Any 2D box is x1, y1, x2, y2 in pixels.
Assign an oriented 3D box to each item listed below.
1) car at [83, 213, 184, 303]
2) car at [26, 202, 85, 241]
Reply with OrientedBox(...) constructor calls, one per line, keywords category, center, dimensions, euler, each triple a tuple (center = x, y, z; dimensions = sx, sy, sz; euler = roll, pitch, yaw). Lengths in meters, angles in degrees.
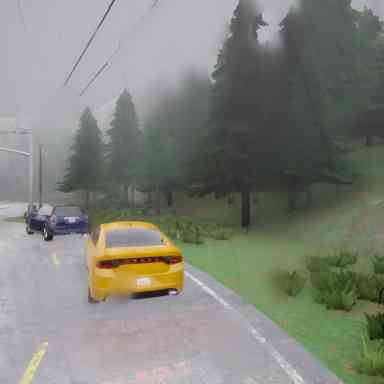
OrientedBox(category="car", center=(-1.665, 1.478, 8.400), dimensions=(1.882, 1.535, 5.008), euler=(0, 0, -18))
OrientedBox(category="car", center=(-6.928, 1.352, 17.052), dimensions=(2.097, 1.767, 4.553), euler=(0, 0, -40))
